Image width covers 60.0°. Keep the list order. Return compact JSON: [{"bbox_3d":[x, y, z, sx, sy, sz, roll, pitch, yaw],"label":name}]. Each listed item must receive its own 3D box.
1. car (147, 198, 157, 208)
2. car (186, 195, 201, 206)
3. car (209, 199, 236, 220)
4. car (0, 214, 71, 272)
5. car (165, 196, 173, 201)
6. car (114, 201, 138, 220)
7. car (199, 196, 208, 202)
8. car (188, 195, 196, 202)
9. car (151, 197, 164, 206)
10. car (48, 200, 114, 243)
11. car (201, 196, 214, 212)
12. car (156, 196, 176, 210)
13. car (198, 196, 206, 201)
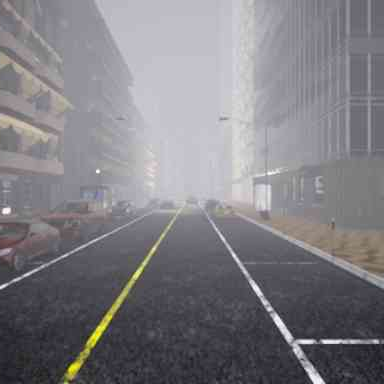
[{"bbox_3d":[-5.701,1.612,50.322,1.947,1.339,4.313,0,0,0],"label":"car"},{"bbox_3d":[-0.011,1.407,56.379,2.097,1.767,4.553,0,0,0],"label":"car"},{"bbox_3d":[2.684,1.549,27.899,1.752,1.417,4.829,0,0,0],"label":"car"},{"bbox_3d":[-5.693,1.590,10.782,1.802,1.307,4.206,0,0,0],"label":"car"},{"bbox_3d":[-5.707,1.679,84.213,1.802,1.307,4.206,0,0,0],"label":"car"},{"bbox_3d":[-5.696,1.463,27.728,1.967,1.590,4.097,0,0,0],"label":"car"},{"bbox_3d":[2.675,1.633,78.566,1.887,1.381,4.507,0,0,0],"label":"car"},{"bbox_3d":[-0.014,1.375,75.055,1.882,1.535,5.008,0,0,0],"label":"car"},{"bbox_3d":[-5.702,1.579,55.801,1.752,1.417,4.829,0,0,0],"label":"car"},{"bbox_3d":[-5.695,1.328,16.431,2.192,1.841,5.009,0,0,0],"label":"car"},{"bbox_3d":[2.353,1.511,38.536,1.882,1.535,5.008,0,0,0],"label":"car"},{"bbox_3d":[-3.096,1.602,43.024,1.994,1.385,4.181,0,0,0],"label":"car"},{"bbox_3d":[2.672,1.658,89.863,2.008,1.369,4.403,0,0,0],"label":"car"}]
